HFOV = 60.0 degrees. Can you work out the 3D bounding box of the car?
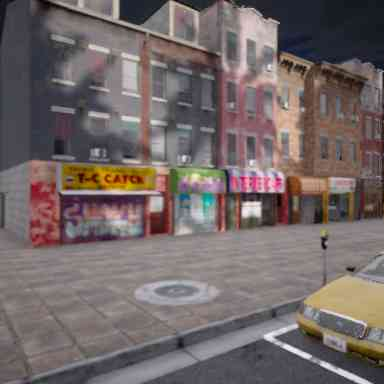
[{"bbox_3d":[3.710,1.525,5.476,4.829,1.417,1.752,0,0,-36],"label":"car"}]
